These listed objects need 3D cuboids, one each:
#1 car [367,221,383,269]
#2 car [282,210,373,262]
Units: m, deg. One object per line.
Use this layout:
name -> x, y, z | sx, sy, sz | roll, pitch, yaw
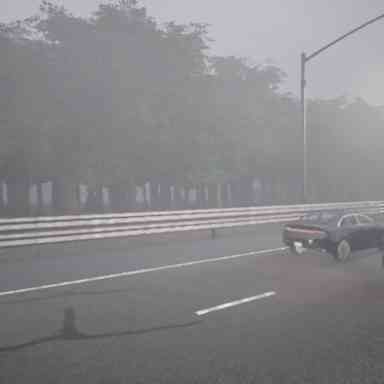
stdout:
car -> 6.629, 1.452, 8.488 | 4.674, 1.442, 1.812 | -1, 0, -36
car -> 5.299, 1.412, 11.822 | 4.902, 1.511, 2.128 | 0, 0, -35
